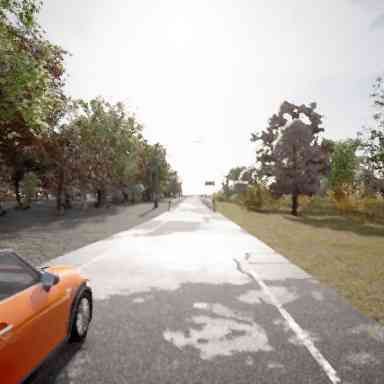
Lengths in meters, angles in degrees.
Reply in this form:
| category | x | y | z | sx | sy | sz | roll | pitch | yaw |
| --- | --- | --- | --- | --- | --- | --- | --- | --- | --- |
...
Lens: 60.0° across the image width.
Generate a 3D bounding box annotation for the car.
| category | x | y | z | sx | sy | sz | roll | pitch | yaw |
| --- | --- | --- | --- | --- | --- | --- | --- | --- | --- |
| car | -2.737 | 1.375 | 3.717 | 2.097 | 1.767 | 4.553 | 0 | 0 | 2 |
